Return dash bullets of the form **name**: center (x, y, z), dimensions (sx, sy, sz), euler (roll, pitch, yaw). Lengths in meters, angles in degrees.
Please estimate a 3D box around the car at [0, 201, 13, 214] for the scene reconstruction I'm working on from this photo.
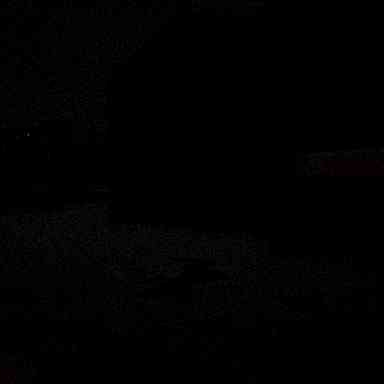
- **car**: center (-19.291, 1.481, 31.455), dimensions (1.994, 1.385, 4.181), euler (0, 0, 36)
